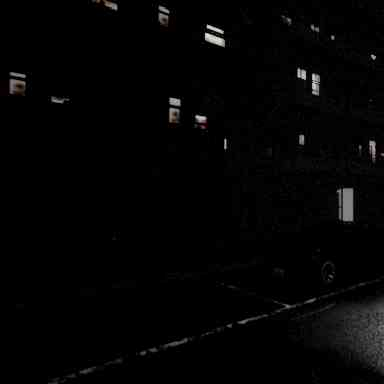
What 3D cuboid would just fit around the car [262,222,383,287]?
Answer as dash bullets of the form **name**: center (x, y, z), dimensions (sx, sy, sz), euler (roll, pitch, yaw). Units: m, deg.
- **car**: center (3.884, 1.566, 9.357), dimensions (4.313, 1.339, 1.947), euler (0, 0, -36)
